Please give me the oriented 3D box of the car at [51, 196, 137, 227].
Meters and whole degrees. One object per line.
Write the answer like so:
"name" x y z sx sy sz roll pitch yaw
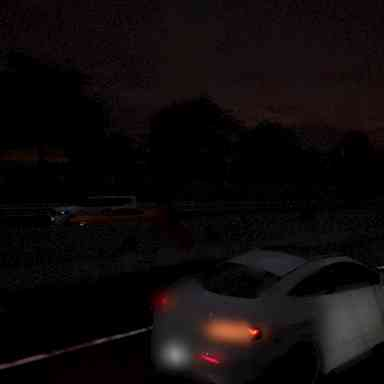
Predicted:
"car" -5.956 1.262 21.241 5.566 2.045 2.150 0 0 -36

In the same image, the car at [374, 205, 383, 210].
"car" 17.762 1.722 29.561 4.181 1.385 1.994 0 0 -35

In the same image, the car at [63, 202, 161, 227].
"car" -4.118 1.517 18.253 5.008 1.535 1.882 0 0 -36

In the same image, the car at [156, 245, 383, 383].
"car" 1.705 1.549 4.964 4.674 1.442 1.812 1 0 -36
